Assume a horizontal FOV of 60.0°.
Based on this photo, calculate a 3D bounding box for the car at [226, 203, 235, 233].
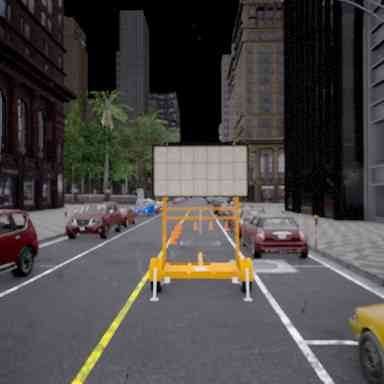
[{"bbox_3d":[3.199,1.593,18.574,1.967,1.590,4.097,0,-1,1],"label":"car"}]

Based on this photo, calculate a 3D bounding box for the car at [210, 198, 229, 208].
[{"bbox_3d":[3.665,1.664,40.270,2.192,1.841,5.009,0,-1,1],"label":"car"}]

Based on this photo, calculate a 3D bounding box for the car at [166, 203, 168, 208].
[{"bbox_3d":[-4.623,2.060,51.316,1.802,1.307,4.206,0,-1,1],"label":"car"}]

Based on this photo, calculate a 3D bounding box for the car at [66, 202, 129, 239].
[{"bbox_3d":[-5.325,1.502,18.770,2.192,1.841,5.009,0,-1,1],"label":"car"}]

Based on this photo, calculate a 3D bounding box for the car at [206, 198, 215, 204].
[{"bbox_3d":[4.585,2.281,82.964,1.947,1.339,4.313,0,0,1],"label":"car"}]

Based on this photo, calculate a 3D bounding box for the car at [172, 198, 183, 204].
[{"bbox_3d":[-3.938,2.300,83.167,2.008,1.369,4.403,0,0,1],"label":"car"}]

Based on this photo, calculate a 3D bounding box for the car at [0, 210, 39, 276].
[{"bbox_3d":[-5.557,1.406,7.921,2.192,1.841,5.009,0,-1,1],"label":"car"}]

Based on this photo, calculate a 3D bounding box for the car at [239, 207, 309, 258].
[{"bbox_3d":[3.083,1.545,13.151,1.967,1.590,4.097,0,-1,1],"label":"car"}]

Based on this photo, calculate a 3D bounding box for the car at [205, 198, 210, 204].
[{"bbox_3d":[4.468,2.236,77.545,1.947,1.339,4.313,0,0,1],"label":"car"}]

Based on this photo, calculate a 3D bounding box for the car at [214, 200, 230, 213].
[{"bbox_3d":[3.554,1.827,35.014,1.752,1.417,4.829,0,-1,1],"label":"car"}]

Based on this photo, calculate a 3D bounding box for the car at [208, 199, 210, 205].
[{"bbox_3d":[3.900,2.010,51.115,1.947,1.339,4.313,0,-1,1],"label":"car"}]

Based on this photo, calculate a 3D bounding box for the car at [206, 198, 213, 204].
[{"bbox_3d":[4.705,2.287,88.553,1.752,1.417,4.829,0,0,1],"label":"car"}]

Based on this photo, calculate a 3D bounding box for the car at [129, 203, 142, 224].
[{"bbox_3d":[-5.206,1.780,24.192,1.887,1.381,4.507,0,-1,1],"label":"car"}]

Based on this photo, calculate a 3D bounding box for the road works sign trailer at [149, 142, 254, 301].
[{"bbox_3d":[0.219,0.539,8.494,2.380,3.560,2.880,0,0,1],"label":"road works sign trailer"}]

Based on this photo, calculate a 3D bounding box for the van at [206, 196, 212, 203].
[{"bbox_3d":[4.816,2.145,93.804,1.690,1.788,3.998,0,0,1],"label":"van"}]

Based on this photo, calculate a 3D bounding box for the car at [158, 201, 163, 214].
[{"bbox_3d":[-4.857,1.822,40.467,1.967,1.590,4.097,0,-1,1],"label":"car"}]

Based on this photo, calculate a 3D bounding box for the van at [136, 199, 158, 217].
[{"bbox_3d":[-4.975,1.675,35.044,1.690,1.788,3.998,0,-1,1],"label":"van"}]

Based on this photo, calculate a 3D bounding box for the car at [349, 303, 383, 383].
[{"bbox_3d":[2.854,1.537,2.473,1.752,1.417,4.829,0,-1,1],"label":"car"}]

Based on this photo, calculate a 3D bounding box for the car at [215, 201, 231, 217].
[{"bbox_3d":[3.433,1.802,29.420,2.008,1.369,4.403,0,-1,1],"label":"car"}]

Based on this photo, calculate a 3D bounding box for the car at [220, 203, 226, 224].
[{"bbox_3d":[3.316,1.747,23.997,1.887,1.381,4.507,0,-1,1],"label":"car"}]
